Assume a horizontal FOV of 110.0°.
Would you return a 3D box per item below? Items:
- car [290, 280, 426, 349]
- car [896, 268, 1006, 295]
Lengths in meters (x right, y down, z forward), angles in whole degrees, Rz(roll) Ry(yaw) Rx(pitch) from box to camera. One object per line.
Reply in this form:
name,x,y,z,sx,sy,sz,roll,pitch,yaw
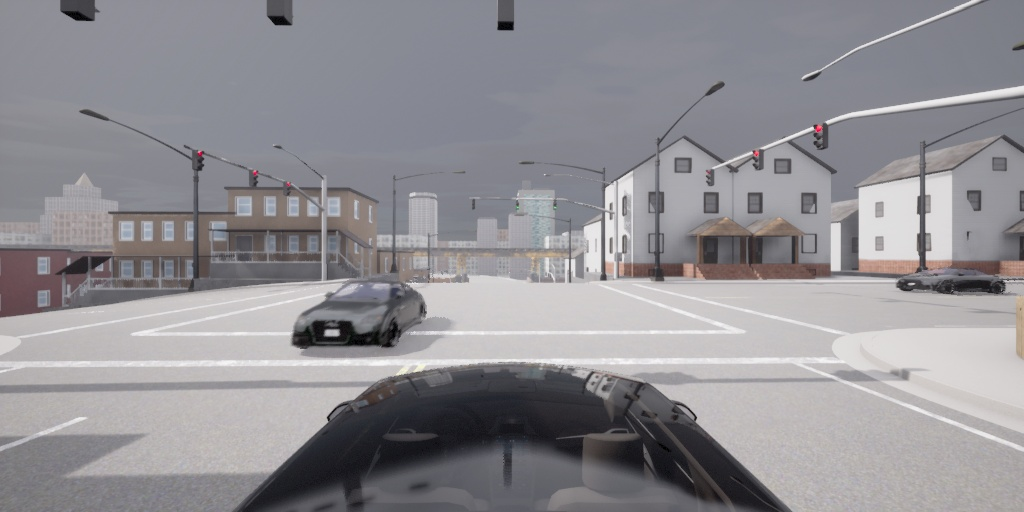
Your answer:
car,-3.534,1.309,9.026,1.994,1.385,4.181,0,0,0
car,23.322,1.313,19.164,4.181,1.385,1.994,0,0,-1
